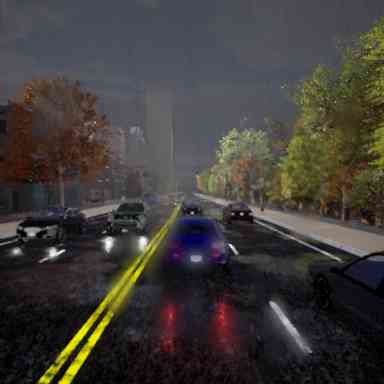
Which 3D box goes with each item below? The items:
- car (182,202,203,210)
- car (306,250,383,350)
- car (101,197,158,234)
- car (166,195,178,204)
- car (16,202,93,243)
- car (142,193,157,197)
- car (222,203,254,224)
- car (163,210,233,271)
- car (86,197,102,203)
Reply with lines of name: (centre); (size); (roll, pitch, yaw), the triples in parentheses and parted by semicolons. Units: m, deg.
car: (0.010, 1.574, 31.661); (1.895, 1.301, 4.718); (0, 0, -1)
car: (3.348, 1.543, 4.632); (2.033, 1.411, 5.357); (0, 0, 0)
car: (-3.358, 1.336, 18.828); (2.097, 1.767, 4.553); (0, 0, 0)
car: (-3.857, 1.331, 63.885); (2.097, 1.767, 4.553); (0, 0, -1)
car: (-6.604, 1.478, 16.140); (2.128, 1.511, 4.902); (0, 0, 0)
car: (-7.022, 1.178, 56.043); (2.150, 2.045, 5.566); (0, 0, 0)
car: (3.332, 1.526, 24.805); (2.033, 1.411, 5.357); (0, 0, 0)
car: (0.113, 1.516, 10.730); (1.812, 1.442, 4.674); (0, 0, 0)
car: (-20.692, 1.764, 71.640); (4.313, 1.339, 1.947); (-1, 1, -1)
